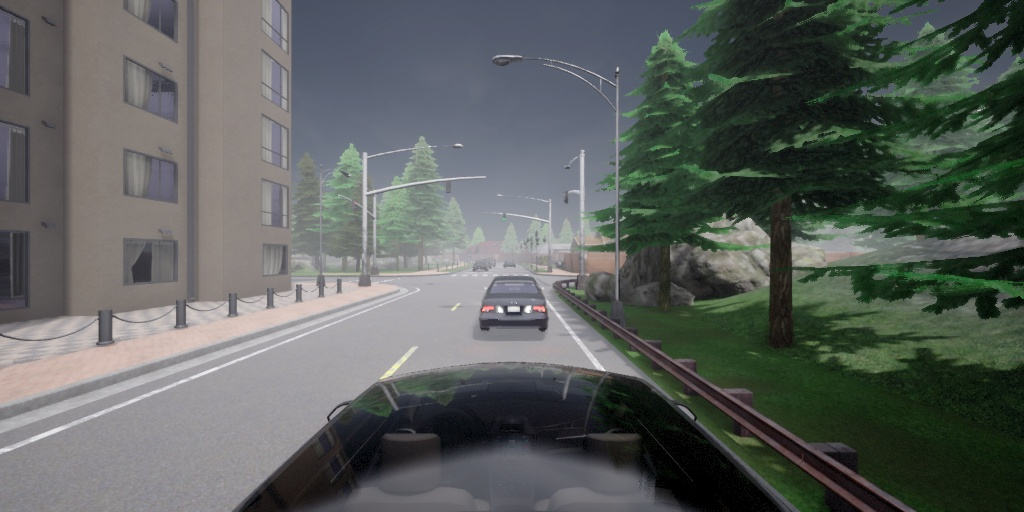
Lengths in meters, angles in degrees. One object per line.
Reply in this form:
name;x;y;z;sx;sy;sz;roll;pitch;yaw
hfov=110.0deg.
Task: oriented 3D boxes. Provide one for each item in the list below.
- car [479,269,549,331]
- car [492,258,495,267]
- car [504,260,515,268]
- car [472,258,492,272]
car;0.067;1.299;10.979;2.033;1.411;5.357;0;0;1
car;-4.068;1.231;55.800;1.837;1.490;4.892;0;0;0
car;-0.424;1.291;62.179;1.994;1.385;4.181;0;0;0
car;-4.012;1.230;46.334;1.837;1.490;4.892;0;0;0
